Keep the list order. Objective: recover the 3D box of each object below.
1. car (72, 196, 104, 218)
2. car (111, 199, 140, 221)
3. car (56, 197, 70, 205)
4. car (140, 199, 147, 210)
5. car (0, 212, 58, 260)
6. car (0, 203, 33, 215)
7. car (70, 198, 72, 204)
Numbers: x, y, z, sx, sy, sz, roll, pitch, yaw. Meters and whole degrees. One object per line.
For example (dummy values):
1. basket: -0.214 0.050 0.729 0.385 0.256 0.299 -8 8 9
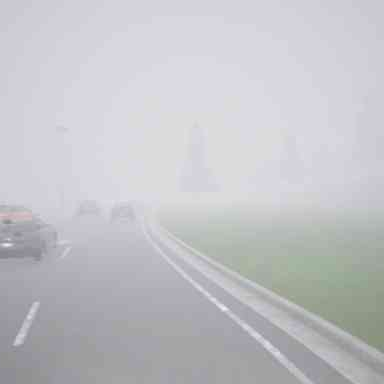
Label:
1. car: -9.923 1.548 32.654 2.097 1.767 4.553 -1 0 -8
2. car: -5.843 1.605 28.577 2.128 1.511 4.902 -1 0 -8
3. car: -26.289 1.761 68.599 2.097 1.767 4.553 -1 0 -1
4. car: -7.280 1.663 44.497 1.812 1.442 4.674 -1 0 -2
5. car: -6.430 1.694 12.715 1.994 1.385 4.181 -1 0 -14
6. car: -11.946 1.594 22.203 2.097 1.767 4.553 -1 0 -10
7. car: -22.790 1.688 68.641 2.097 1.767 4.553 -1 0 -1
